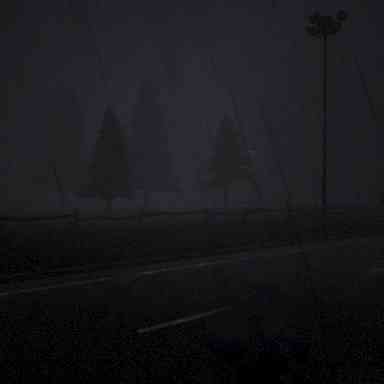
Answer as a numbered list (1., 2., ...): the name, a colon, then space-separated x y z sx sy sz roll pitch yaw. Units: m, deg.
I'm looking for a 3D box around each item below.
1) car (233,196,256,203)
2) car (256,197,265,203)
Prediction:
1. car: 9.267 1.566 63.336 1.837 1.490 4.892 1 0 -35
2. car: 12.130 1.577 65.349 1.882 1.535 5.008 1 0 -35
